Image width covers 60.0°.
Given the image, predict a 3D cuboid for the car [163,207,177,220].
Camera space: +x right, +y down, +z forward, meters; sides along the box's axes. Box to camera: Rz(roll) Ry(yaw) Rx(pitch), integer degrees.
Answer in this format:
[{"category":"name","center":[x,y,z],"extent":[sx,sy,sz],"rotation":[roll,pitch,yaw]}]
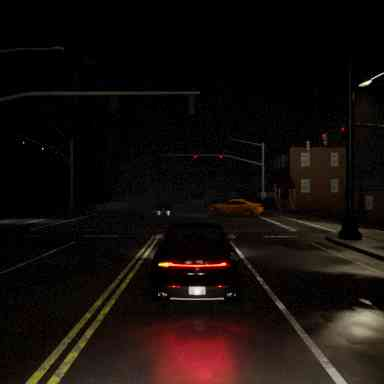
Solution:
[{"category":"car","center":[-3.674,3.615,55.725],"extent":[2.033,1.411,5.357],"rotation":[0,-12,0]}]

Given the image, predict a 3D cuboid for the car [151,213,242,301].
[{"category":"car","center":[0.088,1.505,8.325],"extent":[1.837,1.490,4.892],"rotation":[0,0,0]}]

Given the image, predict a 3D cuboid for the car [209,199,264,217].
[{"category":"car","center":[4.041,1.403,30.484],"extent":[5.008,1.535,1.882],"rotation":[1,2,24]}]

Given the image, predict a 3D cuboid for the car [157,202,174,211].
[{"category":"car","center":[-3.662,2.056,45.623],"extent":[2.033,1.411,5.357],"rotation":[0,-4,0]}]
